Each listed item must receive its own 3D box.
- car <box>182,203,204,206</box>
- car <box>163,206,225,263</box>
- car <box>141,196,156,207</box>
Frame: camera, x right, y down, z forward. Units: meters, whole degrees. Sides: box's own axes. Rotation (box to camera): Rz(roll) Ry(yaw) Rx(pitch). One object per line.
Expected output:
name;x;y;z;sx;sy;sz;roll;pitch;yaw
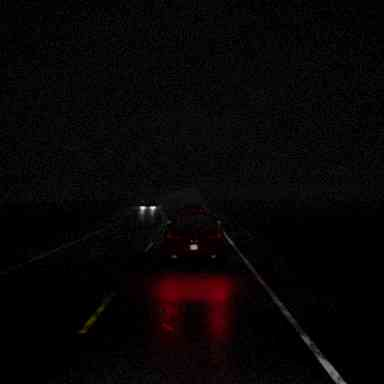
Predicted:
car;0.067;1.542;27.046;1.994;1.385;4.181;0;0;0
car;0.069;1.469;12.018;1.882;1.535;5.008;0;-1;0
car;-6.651;1.412;51.086;1.837;1.490;4.892;0;0;-4
